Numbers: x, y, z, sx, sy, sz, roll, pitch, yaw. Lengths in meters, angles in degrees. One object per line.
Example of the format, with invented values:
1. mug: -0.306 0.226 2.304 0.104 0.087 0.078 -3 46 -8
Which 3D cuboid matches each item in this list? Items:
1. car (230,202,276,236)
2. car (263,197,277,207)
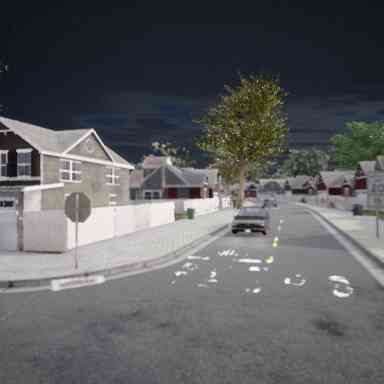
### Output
1. car: 3.500 1.541 18.978 2.033 1.411 5.357 0 0 16
2. car: 11.548 1.498 49.369 1.812 1.442 4.674 0 0 11
